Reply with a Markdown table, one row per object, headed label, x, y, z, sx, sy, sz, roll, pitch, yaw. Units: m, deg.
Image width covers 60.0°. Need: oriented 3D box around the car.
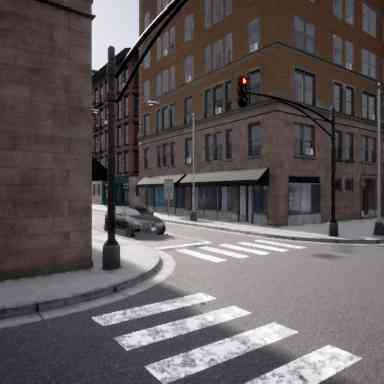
| label | x | y | z | sx | sy | sz | roll | pitch | yaw |
| --- | --- | --- | --- | --- | --- | --- | --- | --- | --- |
| car | -3.134 | 1.435 | 17.403 | 1.812 | 1.442 | 4.674 | 0 | 1 | -35 |
